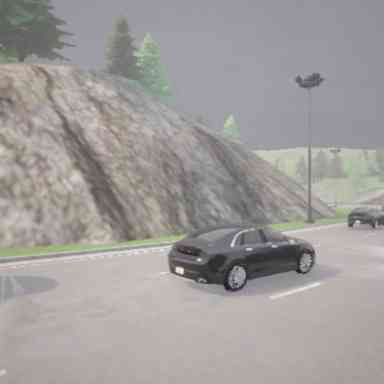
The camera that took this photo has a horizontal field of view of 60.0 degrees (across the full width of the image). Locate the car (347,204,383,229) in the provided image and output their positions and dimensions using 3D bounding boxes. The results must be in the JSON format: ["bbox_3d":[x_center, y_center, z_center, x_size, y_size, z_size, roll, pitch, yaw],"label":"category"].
[{"bbox_3d":[13.377,1.914,25.201,1.837,1.490,4.892,0,-1,44],"label":"car"}]

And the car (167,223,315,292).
[{"bbox_3d":[1.591,1.650,9.442,4.892,1.490,1.837,1,0,-39],"label":"car"}]
